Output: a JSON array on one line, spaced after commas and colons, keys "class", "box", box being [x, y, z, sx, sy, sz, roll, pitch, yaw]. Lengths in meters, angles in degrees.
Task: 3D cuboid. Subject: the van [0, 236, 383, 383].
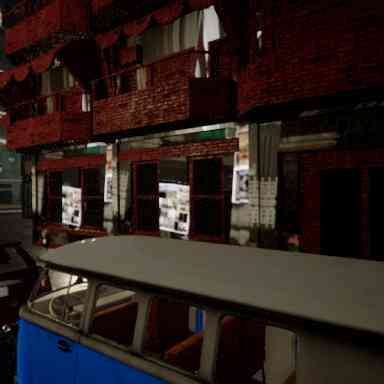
[{"class": "van", "box": [0.230, 1.341, 2.571, 3.998, 1.788, 1.690, 0, -1, 36]}]
